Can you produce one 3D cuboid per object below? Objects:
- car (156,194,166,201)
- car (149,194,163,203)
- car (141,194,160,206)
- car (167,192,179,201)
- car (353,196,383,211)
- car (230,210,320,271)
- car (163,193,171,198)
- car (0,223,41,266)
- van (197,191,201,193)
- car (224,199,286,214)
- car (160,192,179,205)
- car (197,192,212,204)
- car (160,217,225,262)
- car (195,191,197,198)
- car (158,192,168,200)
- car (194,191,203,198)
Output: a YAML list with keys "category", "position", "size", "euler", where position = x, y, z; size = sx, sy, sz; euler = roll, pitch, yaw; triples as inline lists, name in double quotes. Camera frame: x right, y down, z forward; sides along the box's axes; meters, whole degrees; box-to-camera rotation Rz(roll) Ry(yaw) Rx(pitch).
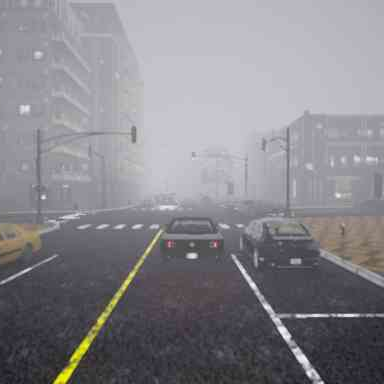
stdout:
- category: "car"
  position: [-6.344, 1.063, 68.975]
  size: [1.802, 1.307, 4.206]
  euler: [0, 0, -1]
- category: "car"
  position: [-6.240, 1.112, 57.908]
  size: [1.887, 1.381, 4.507]
  euler: [0, 0, -1]
- category: "car"
  position: [-6.135, 1.203, 46.842]
  size: [2.008, 1.369, 4.403]
  euler: [0, 0, -1]
- category: "car"
  position: [-3.639, 0.862, 65.233]
  size: [2.097, 1.767, 4.553]
  euler: [0, 0, 0]
- category: "car"
  position: [17.739, 1.035, 31.183]
  size: [4.718, 1.301, 1.895]
  euler: [-1, 1, -1]
- category: "car"
  position: [2.557, 1.474, 10.442]
  size: [2.008, 1.369, 4.403]
  euler: [0, 0, -1]
- category: "car"
  position: [-6.501, 0.933, 85.574]
  size: [1.802, 1.307, 4.206]
  euler: [0, 0, -1]
- category: "car"
  position: [-5.743, 1.460, 8.865]
  size: [1.752, 1.417, 4.829]
  euler: [0, 0, -1]
- category: "van"
  position: [2.139, 0.907, 57.979]
  size: [1.690, 1.788, 3.998]
  euler: [0, 0, -1]
- category: "car"
  position: [5.259, 1.249, 27.221]
  size: [5.357, 1.411, 2.033]
  euler: [-1, 1, -27]
- category: "car"
  position: [-3.547, 1.123, 49.462]
  size: [2.128, 1.511, 4.902]
  euler: [0, 1, 0]
- category: "car"
  position: [2.193, 1.175, 52.448]
  size: [1.947, 1.339, 4.313]
  euler: [0, 0, -1]
- category: "car"
  position: [-0.011, 1.514, 11.719]
  size: [1.895, 1.301, 4.718]
  euler: [0, 0, -1]
- category: "car"
  position: [2.035, 0.921, 69.046]
  size: [1.967, 1.590, 4.097]
  euler: [0, 0, -1]
- category: "car"
  position: [-6.398, 0.878, 74.507]
  size: [1.967, 1.590, 4.097]
  euler: [0, 0, -1]
- category: "car"
  position: [1.824, 0.621, 91.177]
  size: [2.192, 1.841, 5.009]
  euler: [0, 0, -1]
